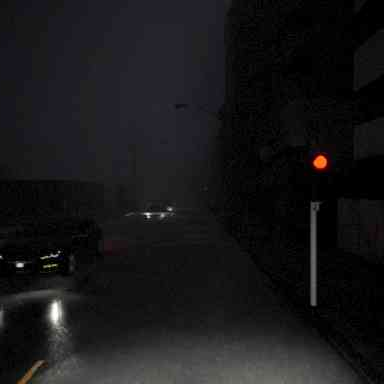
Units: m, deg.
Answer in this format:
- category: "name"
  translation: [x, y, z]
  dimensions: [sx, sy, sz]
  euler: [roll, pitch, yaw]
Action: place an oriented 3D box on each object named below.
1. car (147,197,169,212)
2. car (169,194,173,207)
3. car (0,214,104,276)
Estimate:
- category: "car"
  translation: [-4.148, 1.478, 39.554]
  dimensions: [1.882, 1.535, 5.008]
  euler: [0, 0, 0]
- category: "car"
  translation: [-4.111, 1.506, 52.917]
  dimensions: [1.837, 1.490, 4.892]
  euler: [0, 0, 0]
- category: "car"
  translation: [-4.110, 1.505, 10.361]
  dimensions: [1.837, 1.490, 4.892]
  euler: [0, 0, 0]
